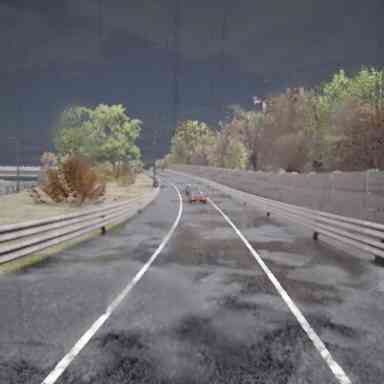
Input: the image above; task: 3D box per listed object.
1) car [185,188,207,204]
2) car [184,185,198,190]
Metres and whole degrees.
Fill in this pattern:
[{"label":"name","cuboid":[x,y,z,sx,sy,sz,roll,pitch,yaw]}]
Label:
[{"label":"car","cuboid":[0.550,0.596,37.171,1.895,1.301,4.718,0,4,-3]},{"label":"car","cuboid":[-0.069,-0.333,48.513,2.128,1.511,4.902,0,5,-4]}]
